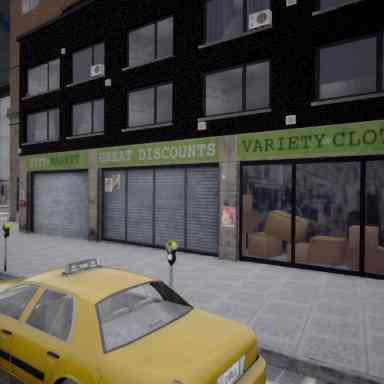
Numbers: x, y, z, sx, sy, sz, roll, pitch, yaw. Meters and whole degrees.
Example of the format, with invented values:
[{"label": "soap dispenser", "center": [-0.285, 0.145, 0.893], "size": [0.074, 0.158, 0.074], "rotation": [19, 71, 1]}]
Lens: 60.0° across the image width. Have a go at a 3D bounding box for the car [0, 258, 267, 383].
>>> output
[{"label": "car", "center": [-1.540, 1.524, 4.190], "size": [4.829, 1.417, 1.752], "rotation": [0, 1, 36]}]
